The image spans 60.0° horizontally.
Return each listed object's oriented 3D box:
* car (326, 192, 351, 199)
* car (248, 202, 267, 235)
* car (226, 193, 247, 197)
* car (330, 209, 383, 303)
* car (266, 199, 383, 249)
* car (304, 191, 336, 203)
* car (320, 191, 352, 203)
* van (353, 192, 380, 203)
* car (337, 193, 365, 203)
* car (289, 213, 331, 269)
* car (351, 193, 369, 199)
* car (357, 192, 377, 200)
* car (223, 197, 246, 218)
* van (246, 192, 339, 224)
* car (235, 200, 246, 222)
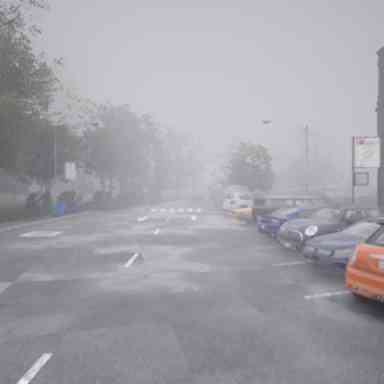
[{"bbox_3d":[18.622,1.025,46.428,2.435,2.045,5.566,0,1,-21],"label":"car"},{"bbox_3d":[5.454,1.408,15.476,5.008,1.535,2.097,1,0,-20],"label":"car"},{"bbox_3d":[5.563,1.090,30.512,5.566,2.045,2.435,1,0,-20],"label":"car"},{"bbox_3d":[5.362,1.324,6.456,4.553,1.767,2.185,1,0,-20],"label":"car"},{"bbox_3d":[5.474,1.296,12.472,4.553,1.767,2.185,1,1,-20],"label":"car"},{"bbox_3d":[24.344,0.955,63.537,2.435,2.045,5.566,0,0,-21],"label":"car"},{"bbox_3d":[27.404,0.955,63.556,2.435,2.045,5.566,1,-1,-21],"label":"car"},{"bbox_3d":[33.382,0.982,63.802,1.878,1.987,4.442,0,0,-21],"label":"van"},{"bbox_3d":[30.401,1.081,63.668,2.185,1.767,4.553,1,-1,-21],"label":"car"},{"bbox_3d":[5.418,1.475,9.465,4.674,1.452,2.002,1,1,-20],"label":"car"},{"bbox_3d":[21.538,1.305,46.527,2.163,1.488,4.792,-1,1,-21],"label":"car"},{"bbox_3d":[24.504,1.025,46.589,2.435,2.045,5.566,-1,1,-21],"label":"car"},{"bbox_3d":[5.338,1.362,24.421,5.366,1.575,1.946,1,1,-20],"label":"car"},{"bbox_3d":[5.592,1.170,18.520,4.442,1.987,1.878,1,0,-20],"label":"van"},{"bbox_3d":[5.503,1.421,21.479,4.674,1.452,2.002,1,1,-20],"label":"car"}]
